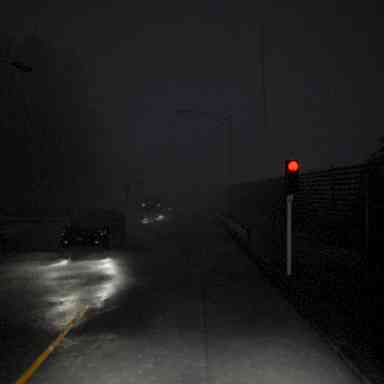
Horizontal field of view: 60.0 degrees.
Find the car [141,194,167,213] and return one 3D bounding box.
[{"bbox_3d":[-4.206,1.351,36.259,2.097,1.767,4.553,0,0,0],"label":"car"}]

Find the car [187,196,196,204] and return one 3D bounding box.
[{"bbox_3d":[-0.134,1.502,64.689,1.837,1.490,4.892,0,0,-1],"label":"car"}]

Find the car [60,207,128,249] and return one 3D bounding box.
[{"bbox_3d":[-4.144,1.477,14.752,1.882,1.535,5.008,0,0,0],"label":"car"}]

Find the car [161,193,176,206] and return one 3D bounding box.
[{"bbox_3d":[-4.235,1.219,53.446,2.150,2.045,5.566,0,0,0],"label":"car"}]

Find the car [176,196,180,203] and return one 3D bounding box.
[{"bbox_3d":[-4.286,1.332,69.487,2.097,1.767,4.553,0,0,-9],"label":"car"}]

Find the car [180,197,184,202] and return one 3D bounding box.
[{"bbox_3d":[-4.295,1.537,77.394,5.357,1.411,2.033,0,0,40],"label":"car"}]
